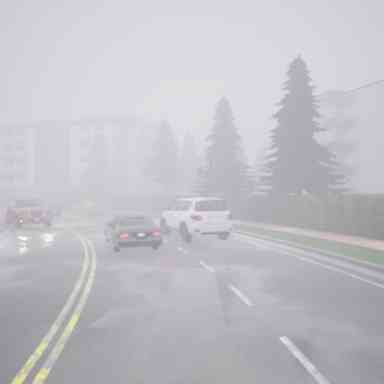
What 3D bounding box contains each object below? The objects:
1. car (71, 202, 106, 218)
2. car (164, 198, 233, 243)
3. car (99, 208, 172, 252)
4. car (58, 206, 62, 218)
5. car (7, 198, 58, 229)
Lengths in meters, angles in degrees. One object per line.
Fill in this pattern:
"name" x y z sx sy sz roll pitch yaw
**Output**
"car" -10.390 1.726 33.238 1.882 1.535 5.008 0 -1 -43
"car" 0.055 1.304 17.020 2.150 2.045 5.566 0 0 -21
"car" -2.713 1.641 14.589 2.033 1.411 5.357 0 0 -20
"car" -14.321 1.768 32.226 4.902 1.511 2.128 -1 0 45
"car" -11.688 1.436 23.794 2.150 2.045 5.566 0 -1 -37
